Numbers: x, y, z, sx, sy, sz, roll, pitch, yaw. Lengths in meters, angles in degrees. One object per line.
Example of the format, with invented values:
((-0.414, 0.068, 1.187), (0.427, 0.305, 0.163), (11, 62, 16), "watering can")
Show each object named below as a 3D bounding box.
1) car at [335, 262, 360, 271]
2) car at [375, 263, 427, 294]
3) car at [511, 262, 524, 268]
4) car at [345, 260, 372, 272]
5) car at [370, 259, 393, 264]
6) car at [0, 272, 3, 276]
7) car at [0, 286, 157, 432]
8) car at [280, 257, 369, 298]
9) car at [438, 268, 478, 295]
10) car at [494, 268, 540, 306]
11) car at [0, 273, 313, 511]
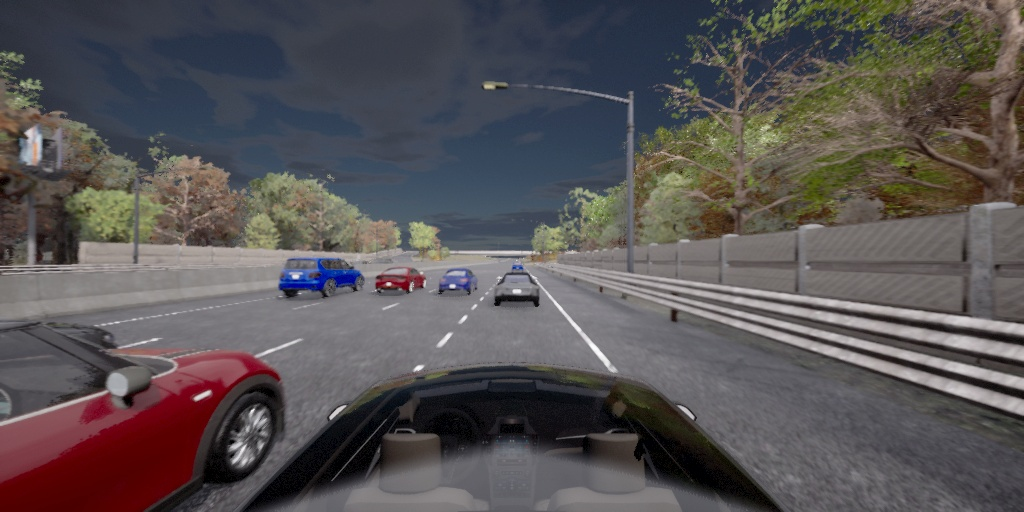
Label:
((-27.092, 1.699, 59.151), (1.837, 1.490, 4.892), (0, 0, 1), "car")
((-6.583, 1.379, 21.752), (1.882, 1.535, 5.008), (0, -1, 1), "car")
((0.931, 1.776, 59.430), (1.882, 1.535, 5.008), (0, -1, 1), "car")
((-23.659, 1.526, 55.542), (2.097, 1.767, 4.553), (0, -1, 1), "car")
((-20.164, 1.406, 55.472), (2.150, 2.045, 5.566), (0, -1, 1), "car")
((-20.944, 1.371, 11.955), (1.895, 1.301, 4.718), (0, 0, 1), "car")
((-6.882, 1.234, 3.395), (2.128, 1.511, 4.902), (0, 0, 1), "car")
((-10.122, 1.092, 19.525), (2.150, 2.045, 5.566), (0, -1, 1), "car")
((-3.092, 1.434, 21.189), (1.812, 1.442, 4.674), (0, -1, 1), "car")
((0.235, 1.445, 16.765), (1.994, 1.385, 4.181), (0, -1, 1), "car")
((-3.407, 1.092, 1.858), (2.097, 1.767, 4.553), (0, 0, 1), "car")
